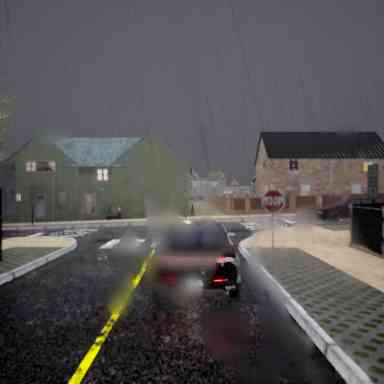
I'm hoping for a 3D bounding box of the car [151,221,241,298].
[{"bbox_3d":[0.134,1.487,8.537,2.128,1.511,4.902,0,0,2],"label":"car"}]

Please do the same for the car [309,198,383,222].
[{"bbox_3d":[10.568,1.103,21.737,5.357,1.411,2.033,-2,0,-1],"label":"car"}]
